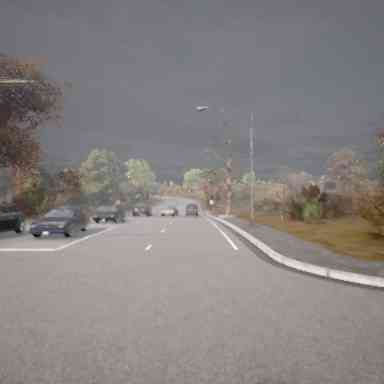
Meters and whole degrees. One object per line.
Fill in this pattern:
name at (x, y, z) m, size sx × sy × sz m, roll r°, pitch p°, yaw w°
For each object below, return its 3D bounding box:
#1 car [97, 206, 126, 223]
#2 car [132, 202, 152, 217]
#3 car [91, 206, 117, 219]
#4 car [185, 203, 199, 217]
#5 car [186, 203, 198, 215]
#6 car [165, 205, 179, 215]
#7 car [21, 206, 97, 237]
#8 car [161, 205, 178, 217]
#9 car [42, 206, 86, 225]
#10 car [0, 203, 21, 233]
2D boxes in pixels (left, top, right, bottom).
car at (-7.090, 1.962, 29.267) m, size 2.033 × 1.411 × 5.357 m, roll 0°, pitch -2°, yaw 0°
car at (-7.054, 2.489, 47.438) m, size 2.150 × 2.045 × 5.566 m, roll 0°, pitch -3°, yaw 0°
car at (-10.574, 2.429, 40.287) m, size 1.837 × 1.490 × 4.892 m, roll 0°, pitch -2°, yaw 0°
car at (-0.005, 2.807, 48.490) m, size 2.128 × 1.511 × 4.902 m, roll 0°, pitch -3°, yaw 0°
car at (-0.006, 3.032, 58.963) m, size 2.150 × 2.045 × 5.566 m, roll 0°, pitch -3°, yaw 0°
car at (-3.506, 3.160, 58.899) m, size 2.097 × 1.767 × 4.553 m, roll 0°, pitch -3°, yaw 0°
car at (-7.120, 1.620, 18.523) m, size 2.033 × 1.411 × 5.357 m, roll 0°, pitch -1°, yaw -3°
car at (-3.504, 2.937, 48.933) m, size 1.895 × 1.301 × 4.718 m, roll 0°, pitch -3°, yaw 0°
car at (-10.596, 1.881, 27.886) m, size 1.812 × 1.442 × 4.674 m, roll 0°, pitch -2°, yaw 0°
car at (-10.641, 1.400, 17.204) m, size 2.097 × 1.767 × 4.553 m, roll 0°, pitch -1°, yaw 2°
